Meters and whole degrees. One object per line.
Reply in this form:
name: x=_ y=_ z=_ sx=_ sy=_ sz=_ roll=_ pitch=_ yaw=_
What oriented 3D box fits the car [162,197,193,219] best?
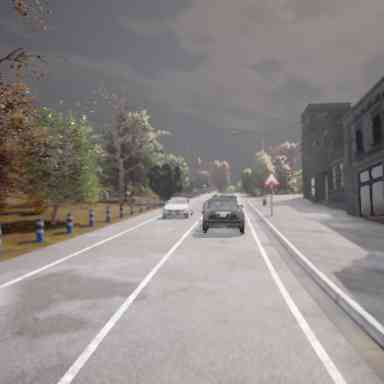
car: x=-0.979 y=1.128 z=24.695 sx=1.812 sy=1.442 sz=4.674 roll=0 pitch=1 yaw=7

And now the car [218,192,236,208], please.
car: x=3.903 y=0.808 z=36.803 sx=1.837 sy=1.490 sz=4.892 roll=0 pitch=1 yaw=7

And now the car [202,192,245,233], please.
car: x=1.734 y=1.086 z=18.100 sx=2.097 sy=1.767 sz=4.553 roll=0 pitch=1 yaw=6
